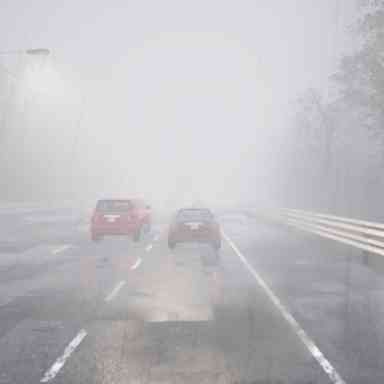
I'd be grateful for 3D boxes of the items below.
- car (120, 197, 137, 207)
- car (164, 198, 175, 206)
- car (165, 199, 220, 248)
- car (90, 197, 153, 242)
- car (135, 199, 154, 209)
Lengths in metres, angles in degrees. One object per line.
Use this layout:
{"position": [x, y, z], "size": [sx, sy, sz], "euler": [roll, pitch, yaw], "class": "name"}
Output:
{"position": [-10.408, 1.651, 54.801], "size": [1.882, 1.535, 5.008], "euler": [0, 0, 0], "class": "car"}
{"position": [-3.410, 1.677, 53.920], "size": [1.837, 1.490, 4.892], "euler": [0, 0, 0], "class": "car"}
{"position": [0.097, 1.400, 15.215], "size": [2.097, 1.767, 4.553], "euler": [0, 0, 0], "class": "car"}
{"position": [-3.403, 1.276, 16.789], "size": [2.150, 2.045, 5.566], "euler": [0, 0, 0], "class": "car"}
{"position": [-6.909, 1.702, 48.545], "size": [2.033, 1.411, 5.357], "euler": [0, 0, 0], "class": "car"}
